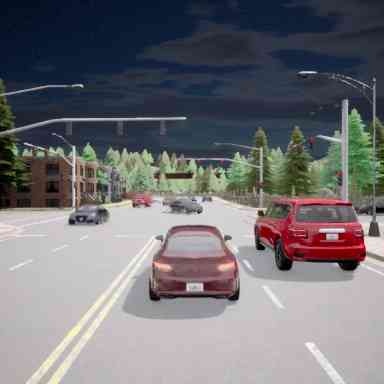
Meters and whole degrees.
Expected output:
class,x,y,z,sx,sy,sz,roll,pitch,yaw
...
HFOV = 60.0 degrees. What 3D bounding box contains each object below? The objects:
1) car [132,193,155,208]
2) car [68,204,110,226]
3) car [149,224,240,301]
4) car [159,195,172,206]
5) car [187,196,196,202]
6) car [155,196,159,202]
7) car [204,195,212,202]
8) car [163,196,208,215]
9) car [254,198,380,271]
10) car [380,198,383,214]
class,x,y,z,sx,sy,sz,roll,pitch,yaw
car,-7.186,1.219,48.157,2.150,2.045,5.566,0,0,1
car,-7.154,1.564,23.477,1.994,1.385,4.181,0,0,0
car,0.045,1.526,8.205,1.812,1.442,4.674,0,0,0
car,-3.713,1.351,54.502,2.097,1.767,4.553,0,0,0
car,-0.165,1.553,74.595,1.994,1.385,4.181,0,0,0
car,-7.163,1.526,67.931,1.812,1.442,4.674,0,0,0
car,3.342,1.355,74.368,2.097,1.767,4.553,0,0,0
car,-0.776,1.505,34.368,1.837,1.490,4.892,-2,1,-32
car,3.551,1.221,11.086,2.150,2.045,5.566,0,0,0
car,18.255,1.352,32.480,4.553,1.767,2.097,0,0,0
